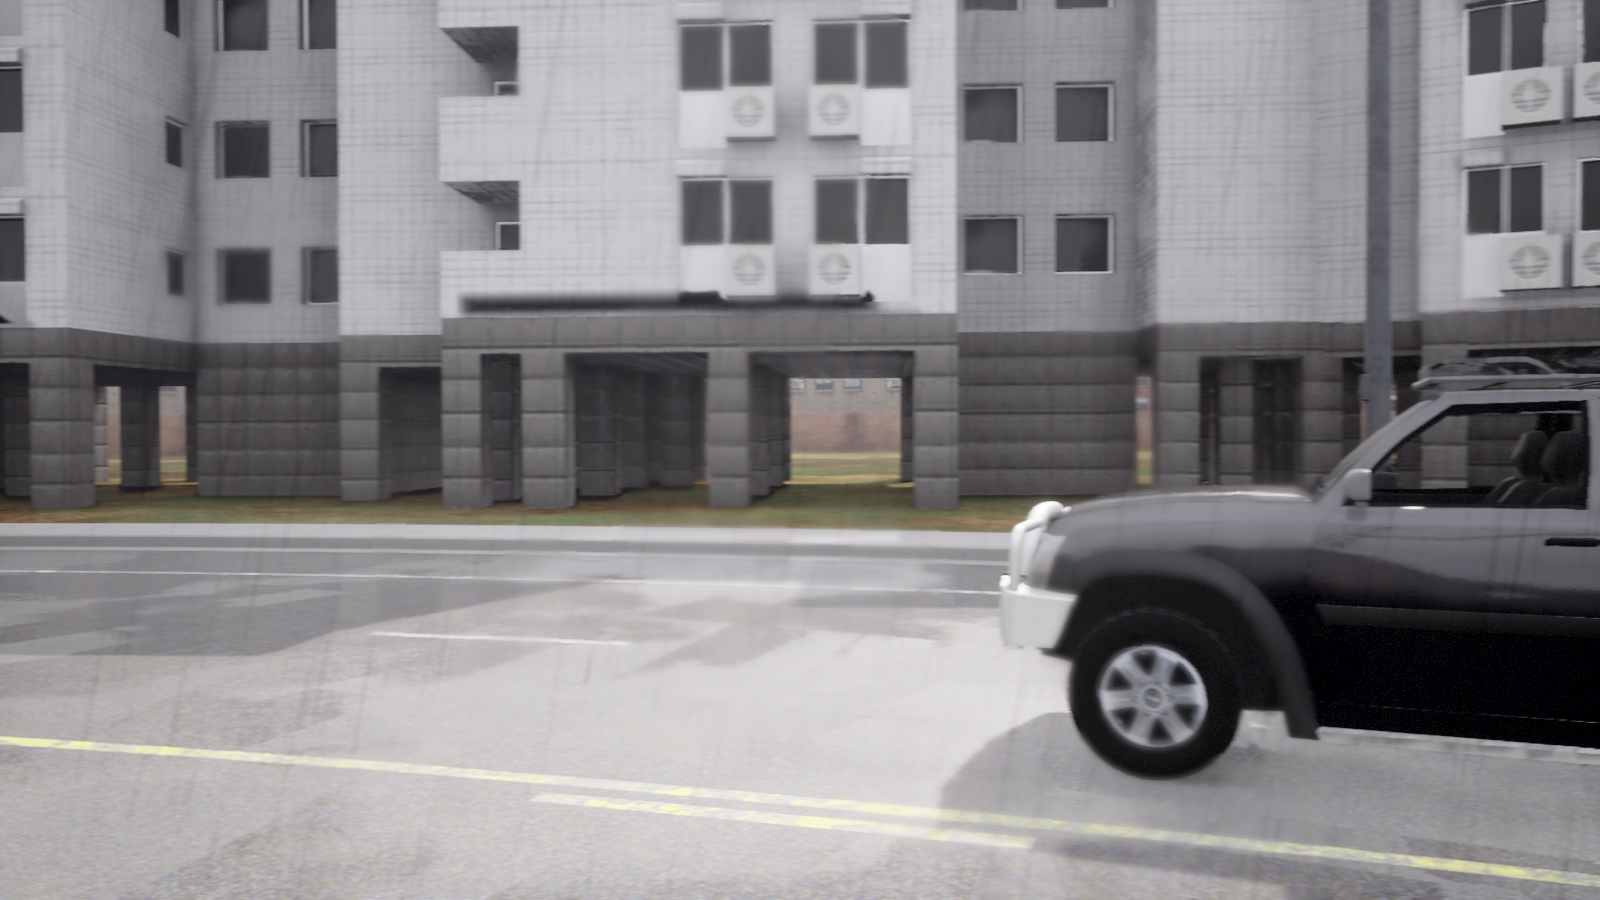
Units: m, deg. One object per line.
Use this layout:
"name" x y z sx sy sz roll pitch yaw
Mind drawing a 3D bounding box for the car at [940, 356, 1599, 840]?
"car" 3.148 0.555 5.812 4.605 1.855 1.932 1 1 22
